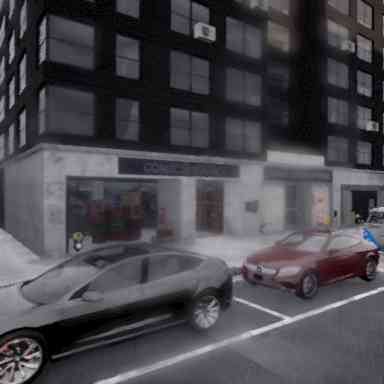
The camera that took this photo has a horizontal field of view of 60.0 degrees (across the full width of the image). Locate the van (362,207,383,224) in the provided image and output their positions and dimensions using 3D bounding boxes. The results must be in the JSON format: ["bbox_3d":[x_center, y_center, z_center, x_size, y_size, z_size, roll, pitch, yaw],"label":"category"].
[{"bbox_3d":[7.554,1.397,11.568,3.998,1.788,1.690,0,0,-35],"label":"van"}]

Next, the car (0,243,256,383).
[{"bbox_3d":[-1.263,1.575,5.285,4.313,1.339,1.947,0,0,-35],"label":"car"}]

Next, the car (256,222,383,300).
[{"bbox_3d":[3.145,1.615,8.426,4.206,1.307,1.802,0,0,-35],"label":"car"}]
